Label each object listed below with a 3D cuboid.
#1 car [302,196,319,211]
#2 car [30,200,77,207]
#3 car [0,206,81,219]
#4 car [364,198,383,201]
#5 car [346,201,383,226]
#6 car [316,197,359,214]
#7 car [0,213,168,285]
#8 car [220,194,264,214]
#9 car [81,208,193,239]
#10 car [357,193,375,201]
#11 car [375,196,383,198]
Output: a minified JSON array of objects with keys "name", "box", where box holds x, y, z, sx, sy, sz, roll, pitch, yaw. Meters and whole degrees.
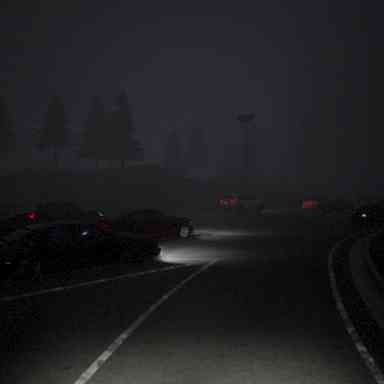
[{"name":"car","box":[15.088,1.339,39.599,4.553,1.767,2.097,0,0,-41]},{"name":"car","box":[-7.607,1.346,19.875,4.553,1.767,2.097,0,0,-41]},{"name":"car","box":[-7.287,1.559,15.516,4.181,1.385,1.994,0,0,-41]},{"name":"car","box":[20.055,1.590,34.640,4.718,1.301,1.895,0,0,-41]},{"name":"car","box":[13.091,1.556,23.786,4.181,1.385,1.994,0,0,-43]},{"name":"car","box":[15.521,1.515,35.338,4.674,1.442,1.812,0,0,-41]},{"name":"car","box":[-3.512,1.544,9.525,5.357,1.411,2.033,0,0,-41]},{"name":"car","box":[5.473,1.207,35.879,5.566,2.045,2.150,0,0,-41]},{"name":"car","box":[-2.182,1.472,15.316,5.008,1.535,1.882,0,0,-41]},{"name":"car","box":[30.529,1.203,57.785,5.566,2.045,2.150,0,0,-41]},{"name":"car","box":[32.688,1.474,54.891,4.902,1.511,2.128,0,0,-41]}]
